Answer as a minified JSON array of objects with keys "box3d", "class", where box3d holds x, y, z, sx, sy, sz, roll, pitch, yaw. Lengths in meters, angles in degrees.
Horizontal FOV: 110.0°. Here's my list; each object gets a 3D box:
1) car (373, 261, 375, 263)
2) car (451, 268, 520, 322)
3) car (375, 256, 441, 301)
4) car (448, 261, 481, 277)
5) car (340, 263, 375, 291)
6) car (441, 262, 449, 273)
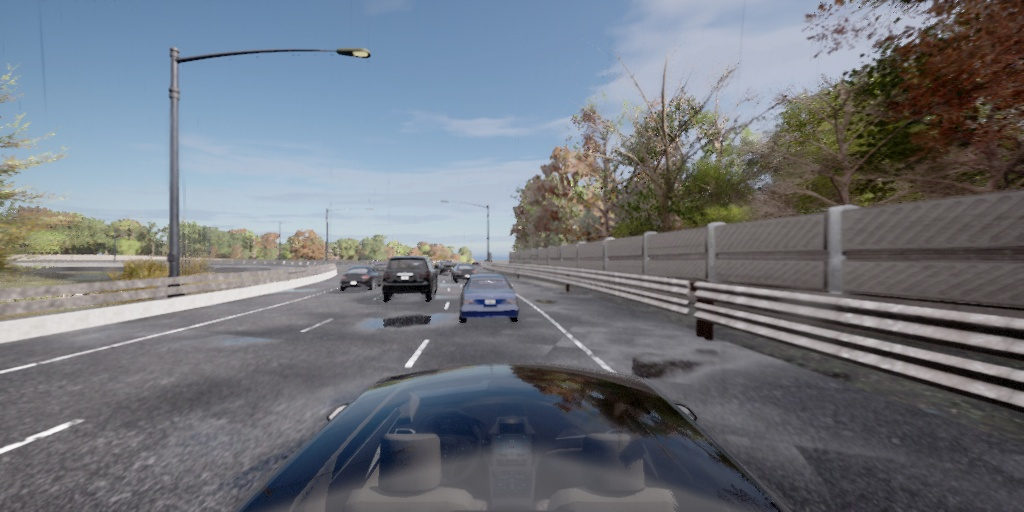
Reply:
[{"box3d":[-16.244,1.394,43.629,2.128,1.511,4.902,0,0,-24],"class":"car"},{"box3d":[-0.852,1.332,12.497,2.033,1.411,5.357,0,0,-5],"class":"car"},{"box3d":[-4.922,1.028,17.845,2.150,2.045,5.566,0,0,-8],"class":"car"},{"box3d":[-3.949,1.366,29.493,1.812,1.442,4.674,0,0,-13],"class":"car"},{"box3d":[-9.351,1.353,22.393,1.812,1.442,4.674,0,0,-11],"class":"car"},{"box3d":[-7.844,1.387,41.574,1.837,1.490,4.892,0,0,-21],"class":"car"}]
